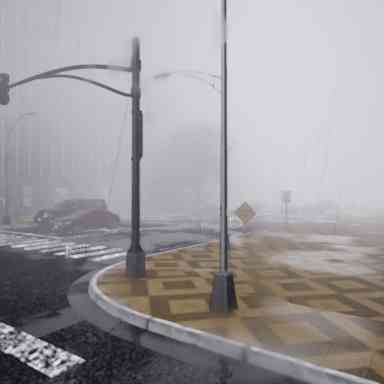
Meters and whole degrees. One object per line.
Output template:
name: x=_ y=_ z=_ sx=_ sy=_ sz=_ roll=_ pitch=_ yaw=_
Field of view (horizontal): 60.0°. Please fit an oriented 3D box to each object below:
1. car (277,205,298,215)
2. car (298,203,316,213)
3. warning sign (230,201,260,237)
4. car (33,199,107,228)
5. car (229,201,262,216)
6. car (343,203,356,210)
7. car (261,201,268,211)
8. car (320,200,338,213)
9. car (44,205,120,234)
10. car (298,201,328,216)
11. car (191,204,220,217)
car: x=13.544 y=2.445 z=46.269 sx=1.895 sy=1.301 sz=4.718 roll=0 pitch=-1 yaw=33
car: x=18.987 y=2.587 z=54.828 sx=1.994 sy=1.385 sz=4.181 roll=0 pitch=-1 yaw=33
warning sign: x=2.994 y=1.452 z=18.634 sx=1.300 sy=1.860 sz=1.060 roll=1 pitch=1 yaw=33
car: x=-8.545 y=1.510 z=24.203 sx=2.150 sy=2.045 sz=5.566 roll=0 pitch=-1 yaw=32
car: x=6.526 y=2.250 z=41.620 sx=2.033 sy=1.411 sz=5.357 roll=0 pitch=-1 yaw=33
car: x=31.284 y=2.833 z=65.845 sx=1.812 sy=1.442 sz=4.674 roll=0 pitch=-1 yaw=33
car: x=10.817 y=2.232 z=54.139 sx=1.837 sy=1.490 sz=4.892 roll=0 pitch=-1 yaw=33
car: x=21.739 y=2.250 z=53.099 sx=2.150 sy=2.045 sz=5.566 roll=0 pitch=-1 yaw=33
car: x=-6.610 y=1.794 z=21.229 sx=1.812 sy=1.442 sz=4.674 roll=0 pitch=-1 yaw=33
car: x=16.211 y=2.339 z=44.414 sx=2.128 sy=1.511 sz=4.902 roll=0 pitch=-1 yaw=33
car: x=1.740 y=2.155 z=40.195 sx=1.812 sy=1.442 sz=4.674 roll=0 pitch=-1 yaw=33
